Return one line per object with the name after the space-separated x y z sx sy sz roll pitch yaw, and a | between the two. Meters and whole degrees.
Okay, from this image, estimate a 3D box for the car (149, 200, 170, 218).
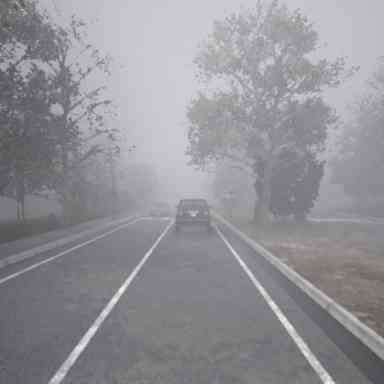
-3.336 1.689 34.838 1.837 1.490 4.892 1 6 0 | car

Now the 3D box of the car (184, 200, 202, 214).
0.100 1.829 39.110 1.994 1.385 4.181 0 -7 0 | car

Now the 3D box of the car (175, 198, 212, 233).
0.098 1.401 21.223 2.150 2.045 5.566 0 -1 0 | car
